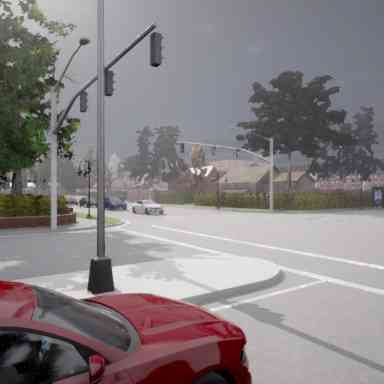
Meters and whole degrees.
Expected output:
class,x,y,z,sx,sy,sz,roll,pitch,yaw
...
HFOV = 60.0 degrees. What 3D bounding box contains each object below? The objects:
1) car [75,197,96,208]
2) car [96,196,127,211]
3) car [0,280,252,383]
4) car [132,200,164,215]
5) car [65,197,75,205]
class,x,y,z,sx,sy,sz,roll,pitch,yaw
car,-15.248,1.504,49.021,1.837,1.490,4.892,0,0,-36
car,-9.855,1.351,41.567,2.097,1.767,4.553,0,0,-36
car,-1.717,1.478,2.544,5.008,1.535,1.882,0,0,-35
car,-4.647,1.525,34.364,1.812,1.442,4.674,0,0,-35
car,-21.047,1.563,57.083,1.994,1.385,4.181,0,0,-34
